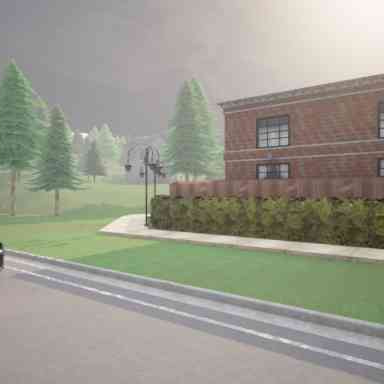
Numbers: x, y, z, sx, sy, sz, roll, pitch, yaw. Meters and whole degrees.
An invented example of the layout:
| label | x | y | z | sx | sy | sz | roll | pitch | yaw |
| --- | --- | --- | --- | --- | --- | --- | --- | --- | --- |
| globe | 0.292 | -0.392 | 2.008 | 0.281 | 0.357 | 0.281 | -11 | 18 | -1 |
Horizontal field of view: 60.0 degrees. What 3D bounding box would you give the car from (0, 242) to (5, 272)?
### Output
| label | x | y | z | sx | sy | sz | roll | pitch | yaw |
| --- | --- | --- | --- | --- | --- | --- | --- | --- | --- |
| car | -6.872 | 1.504 | 8.895 | 4.892 | 1.490 | 1.837 | 0 | 0 | 36 |
